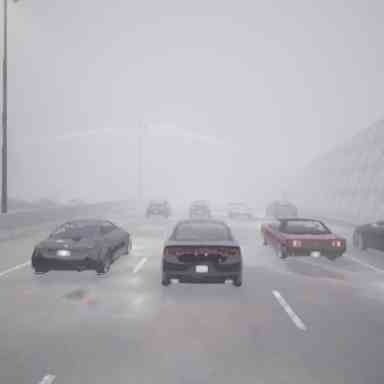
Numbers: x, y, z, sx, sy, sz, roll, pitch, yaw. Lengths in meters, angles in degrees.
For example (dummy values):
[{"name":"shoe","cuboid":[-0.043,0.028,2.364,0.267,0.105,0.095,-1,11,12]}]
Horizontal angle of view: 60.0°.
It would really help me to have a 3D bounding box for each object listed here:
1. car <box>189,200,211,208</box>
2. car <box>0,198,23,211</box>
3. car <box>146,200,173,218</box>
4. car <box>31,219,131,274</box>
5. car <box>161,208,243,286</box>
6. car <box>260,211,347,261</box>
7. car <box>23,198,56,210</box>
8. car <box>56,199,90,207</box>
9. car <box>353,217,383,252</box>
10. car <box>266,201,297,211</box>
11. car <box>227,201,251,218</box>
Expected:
[{"name":"car","cuboid":[0.697,1.473,30.053,1.812,1.442,4.674,0,0,1]},{"name":"car","cuboid":[-20.228,1.382,37.790,1.895,1.301,4.718,0,0,1]},{"name":"car","cuboid":[-2.813,1.415,29.003,2.128,1.511,4.902,0,0,1]},{"name":"car","cuboid":[-3.216,1.520,10.453,1.994,1.385,4.181,0,0,1]},{"name":"car","cuboid":[0.264,1.461,9.462,1.882,1.535,5.008,0,0,1]},{"name":"car","cuboid":[3.828,1.604,12.366,1.895,1.301,4.718,0,0,1]},{"name":"car","cuboid":[-16.736,1.373,37.497,1.994,1.385,4.181,0,0,1]},{"name":"car","cuboid":[-13.228,1.436,37.686,1.895,1.301,4.718,0,0,1]},{"name":"car","cuboid":[7.307,1.522,11.340,2.128,1.511,4.902,0,0,1]},{"name":"car","cuboid":[7.685,1.491,28.788,2.128,1.511,4.902,0,0,1]},{"name":"car","cuboid":[4.196,1.498,29.976,1.812,1.442,4.674,0,0,1]}]
